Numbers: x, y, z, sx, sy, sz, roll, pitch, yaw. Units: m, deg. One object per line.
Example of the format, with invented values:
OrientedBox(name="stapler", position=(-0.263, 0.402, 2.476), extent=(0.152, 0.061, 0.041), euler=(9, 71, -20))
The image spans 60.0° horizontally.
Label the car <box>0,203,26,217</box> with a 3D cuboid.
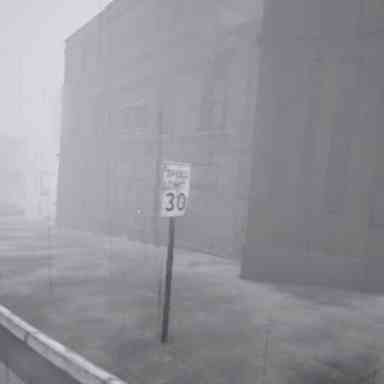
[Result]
OrientedBox(name="car", position=(-19.757, 1.940, 36.170), extent=(1.994, 1.385, 4.181), euler=(4, -1, -5))
